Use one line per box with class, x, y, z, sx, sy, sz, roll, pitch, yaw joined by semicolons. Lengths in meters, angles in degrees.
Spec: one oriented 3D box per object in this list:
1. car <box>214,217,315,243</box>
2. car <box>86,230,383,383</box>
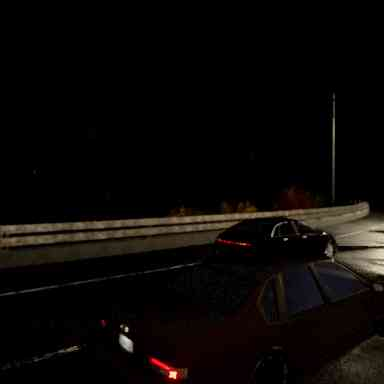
car;2.826;1.580;10.751;4.892;1.490;1.837;0;0;-40
car;1.302;1.581;4.893;5.357;1.411;2.033;1;0;-38
